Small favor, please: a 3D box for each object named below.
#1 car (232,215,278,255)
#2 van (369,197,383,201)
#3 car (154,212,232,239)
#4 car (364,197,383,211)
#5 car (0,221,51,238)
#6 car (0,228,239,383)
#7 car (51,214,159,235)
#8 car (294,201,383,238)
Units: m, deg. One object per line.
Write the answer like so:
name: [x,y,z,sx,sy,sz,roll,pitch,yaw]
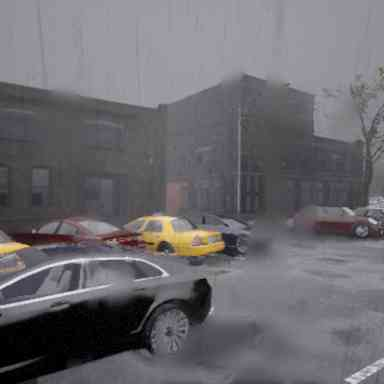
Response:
car: [1.145,1.611,13.867,4.792,1.488,2.163,-1,-1,35]
van: [15.483,1.544,24.238,4.442,1.987,1.878,-1,-1,35]
car: [-1.449,1.549,12.259,5.366,1.575,1.946,-1,-1,35]
car: [29.421,1.810,53.266,2.435,2.045,5.566,0,0,36]
car: [-6.271,1.486,8.829,5.366,1.575,1.946,-1,-1,35]
car: [-1.947,1.501,4.455,4.902,1.511,2.128,1,0,-35]
car: [-3.700,1.519,10.448,5.008,1.535,2.097,-1,-1,34]
car: [8.325,1.550,19.044,4.553,1.767,2.185,-1,-1,35]
